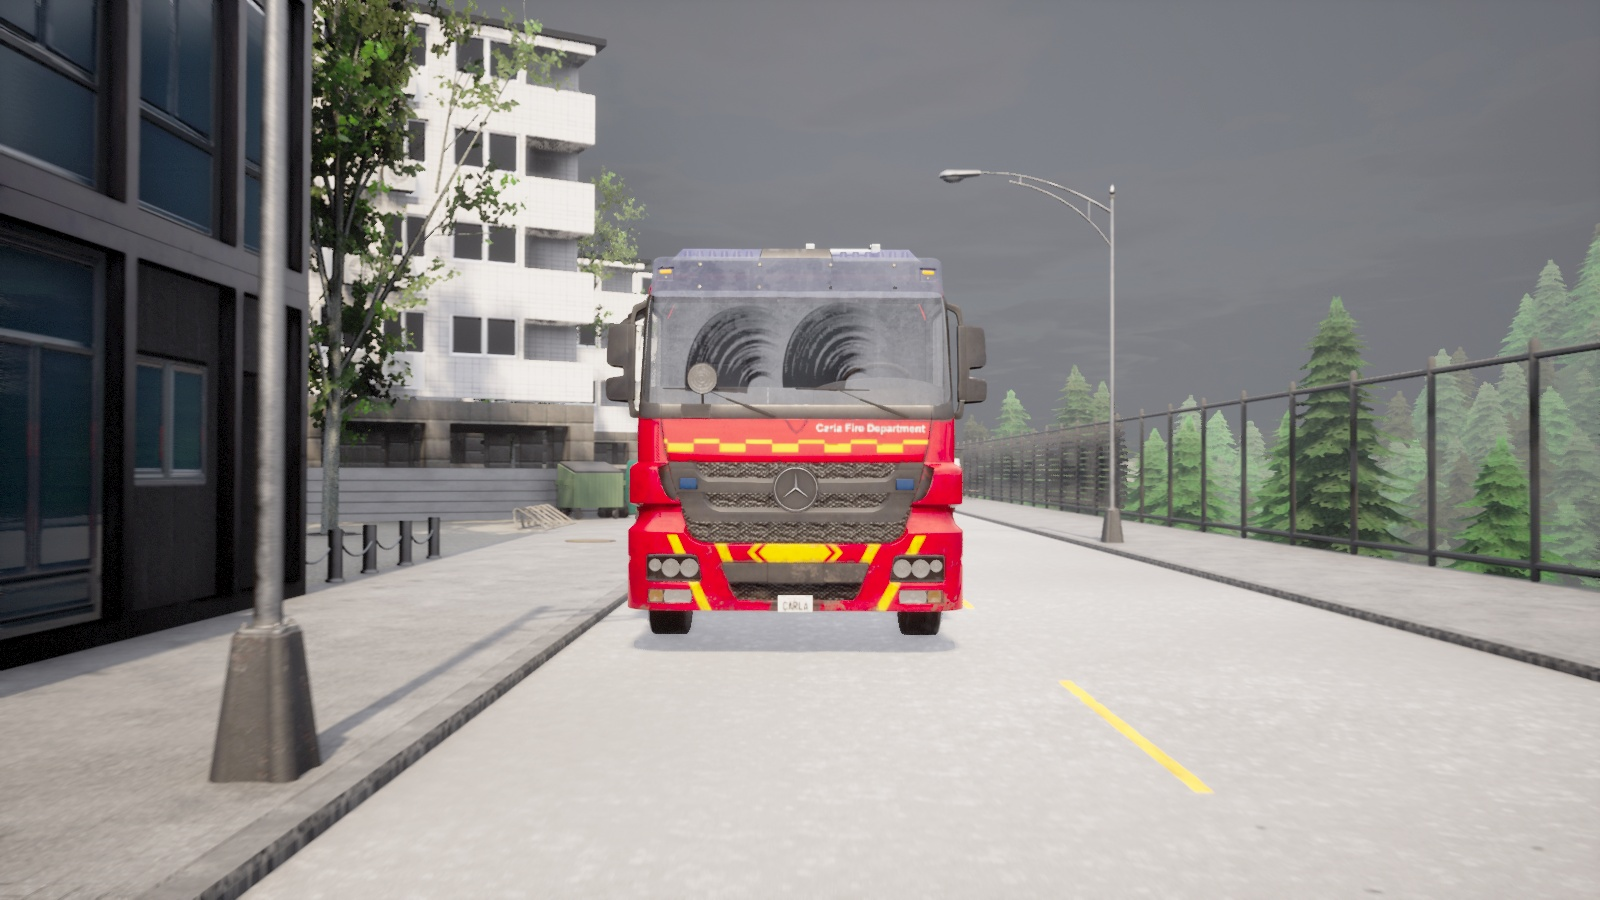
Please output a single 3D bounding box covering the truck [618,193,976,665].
[{"bbox_3d":[-0.042,-0.108,14.434,2.891,3.827,8.468,0,-1,0],"label":"truck"}]
